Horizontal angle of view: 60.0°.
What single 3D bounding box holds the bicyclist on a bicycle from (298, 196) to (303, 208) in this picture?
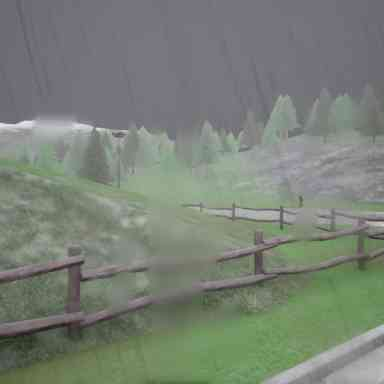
[{"bbox_3d":[14.321,1.302,43.832,0.582,1.620,1.656,0,0,34],"label":"bicyclist on a bicycle"}]
